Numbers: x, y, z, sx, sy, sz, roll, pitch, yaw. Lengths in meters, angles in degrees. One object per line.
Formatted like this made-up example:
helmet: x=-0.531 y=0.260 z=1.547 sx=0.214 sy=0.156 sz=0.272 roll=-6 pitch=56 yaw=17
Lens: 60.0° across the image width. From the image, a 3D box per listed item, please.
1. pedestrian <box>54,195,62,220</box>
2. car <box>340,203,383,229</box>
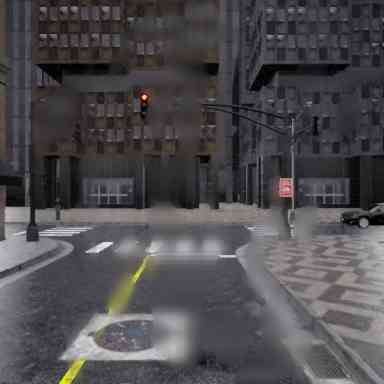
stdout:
pedestrian: x=-9.824 y=1.153 z=24.365 sx=0.375 sy=1.860 sz=0.375 roll=0 pitch=0 yaw=1
car: x=12.048 y=1.458 z=21.073 sx=5.008 sy=1.535 sz=1.882 roll=0 pitch=0 yaw=1
